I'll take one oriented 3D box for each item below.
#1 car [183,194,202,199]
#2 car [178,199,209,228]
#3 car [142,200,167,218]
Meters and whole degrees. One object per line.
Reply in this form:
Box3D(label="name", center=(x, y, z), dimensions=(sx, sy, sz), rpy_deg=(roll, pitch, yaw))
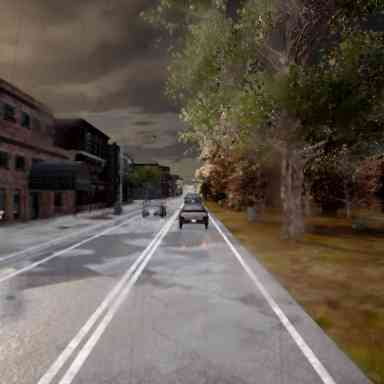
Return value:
Box3D(label="car", center=(0.099, 1.216, 42.235), dimensions=(2.150, 2.045, 5.566), rpy_deg=(0, 0, 0))
Box3D(label="car", center=(0.100, 1.495, 22.225), dimensions=(2.128, 1.511, 4.902), rpy_deg=(0, 0, 0))
Box3D(label="car", center=(-3.303, 1.493, 29.881), dimensions=(2.128, 1.511, 4.902), rpy_deg=(0, 0, 0))
